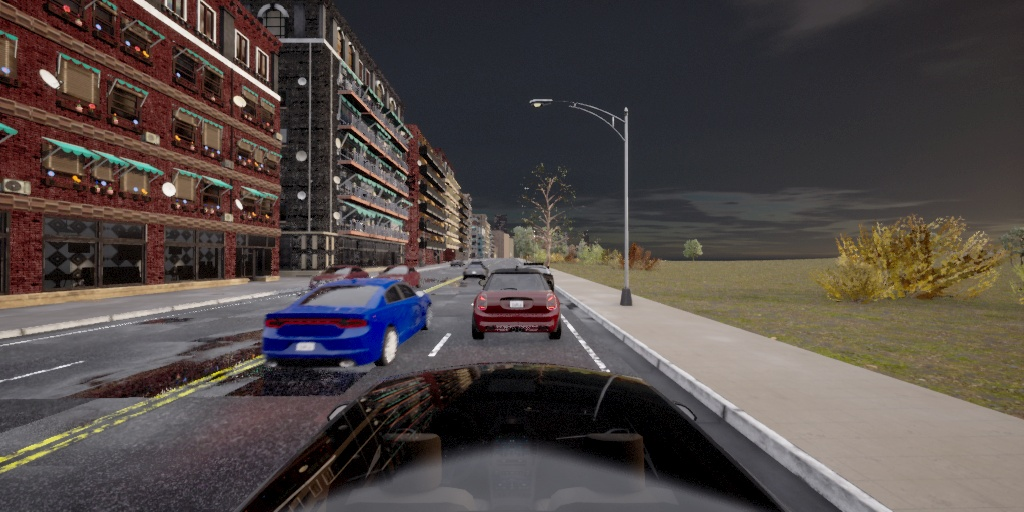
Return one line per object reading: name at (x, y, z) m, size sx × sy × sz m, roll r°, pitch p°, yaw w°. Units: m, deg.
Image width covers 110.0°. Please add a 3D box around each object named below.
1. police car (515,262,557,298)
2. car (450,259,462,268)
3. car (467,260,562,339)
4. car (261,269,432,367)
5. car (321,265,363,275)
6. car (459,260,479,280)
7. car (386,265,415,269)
police car at (1.173, 1.178, 19.680) m, size 1.930 × 1.638 × 5.238 m, roll 0°, pitch 0°, yaw 0°
car at (-9.680, 1.297, 63.385) m, size 2.033 × 1.411 × 5.357 m, roll 0°, pitch 0°, yaw 1°
car at (0.112, 1.103, 10.184) m, size 2.097 × 1.767 × 4.553 m, roll 0°, pitch 0°, yaw 0°
car at (-3.139, 1.228, 7.935) m, size 1.882 × 1.535 × 5.008 m, roll 0°, pitch 0°, yaw 0°
car at (-9.811, 1.278, 20.819) m, size 1.812 × 1.442 × 4.674 m, roll 0°, pitch 0°, yaw 0°
car at (-3.090, 1.316, 31.347) m, size 1.994 × 1.385 × 4.181 m, roll 0°, pitch 0°, yaw 0°
car at (-6.563, 1.278, 20.835) m, size 1.812 × 1.442 × 4.674 m, roll 0°, pitch 0°, yaw 0°
